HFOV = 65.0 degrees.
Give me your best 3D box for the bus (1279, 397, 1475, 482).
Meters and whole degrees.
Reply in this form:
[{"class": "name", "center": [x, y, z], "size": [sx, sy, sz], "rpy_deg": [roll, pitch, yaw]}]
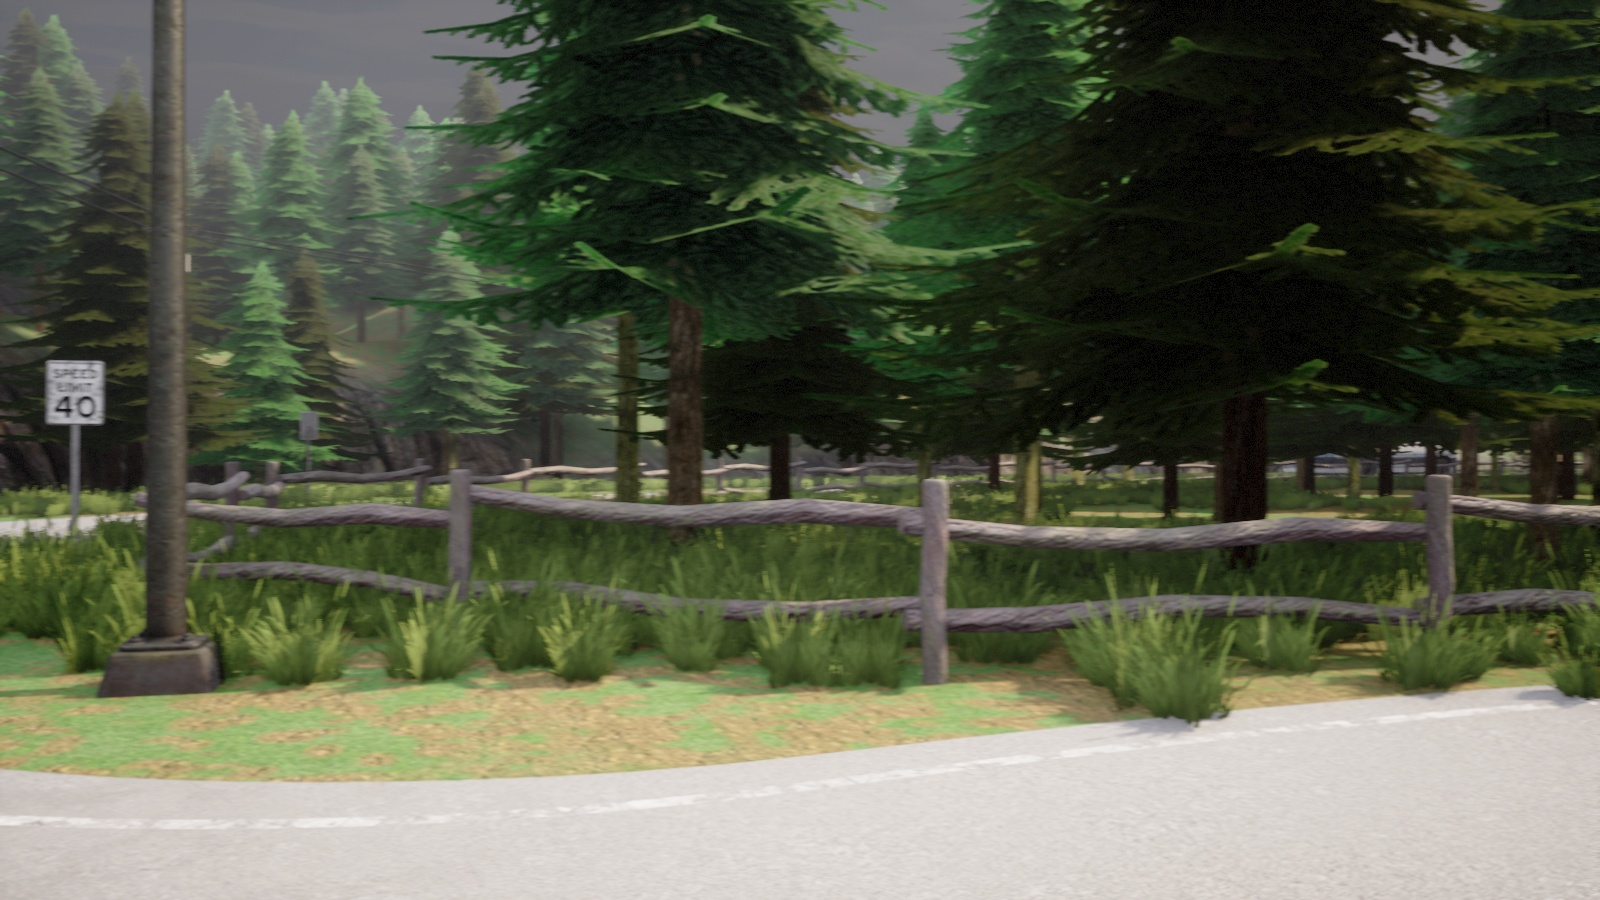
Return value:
[{"class": "bus", "center": [30.830, -0.534, 67.031], "size": [10.273, 4.253, 3.944], "rpy_deg": [0, 0, -26]}]
